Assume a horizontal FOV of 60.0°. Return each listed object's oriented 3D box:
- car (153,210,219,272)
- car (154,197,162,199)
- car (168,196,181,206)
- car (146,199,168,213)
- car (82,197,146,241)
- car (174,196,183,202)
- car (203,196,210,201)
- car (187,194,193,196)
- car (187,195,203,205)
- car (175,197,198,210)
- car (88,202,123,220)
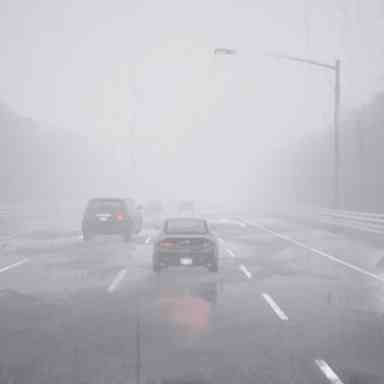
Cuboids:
[{"bbox_3d":[-0.211,1.556,11.015,1.837,1.490,4.892,1,0,-2],"label":"car"},{"bbox_3d":[-6.621,1.770,64.755,1.812,1.442,4.674,0,0,4],"label":"car"},{"bbox_3d":[-3.367,1.804,60.857,2.033,1.411,5.357,1,0,3],"label":"car"},{"bbox_3d":[-4.177,1.738,37.895,1.895,1.301,4.718,1,0,1],"label":"car"},{"bbox_3d":[-3.877,1.261,16.957,2.150,2.045,5.566,1,0,-2],"label":"car"},{"bbox_3d":[-3.762,1.925,94.668,1.837,1.490,4.892,1,0,7],"label":"car"},{"bbox_3d":[3.326,1.993,94.877,1.837,1.490,4.892,0,0,8],"label":"car"},{"bbox_3d":[-0.218,1.684,94.796,2.150,2.045,5.566,1,0,7],"label":"car"},{"bbox_3d":[0.601,1.893,67.939,1.994,1.385,4.181,0,0,4],"label":"car"},{"bbox_3d":[-0.593,1.679,40.999,2.128,1.511,4.902,1,0,1],"label":"car"},{"bbox_3d":[-7.628,1.628,29.779,1.994,1.385,4.181,1,0,0],"label":"car"}]
